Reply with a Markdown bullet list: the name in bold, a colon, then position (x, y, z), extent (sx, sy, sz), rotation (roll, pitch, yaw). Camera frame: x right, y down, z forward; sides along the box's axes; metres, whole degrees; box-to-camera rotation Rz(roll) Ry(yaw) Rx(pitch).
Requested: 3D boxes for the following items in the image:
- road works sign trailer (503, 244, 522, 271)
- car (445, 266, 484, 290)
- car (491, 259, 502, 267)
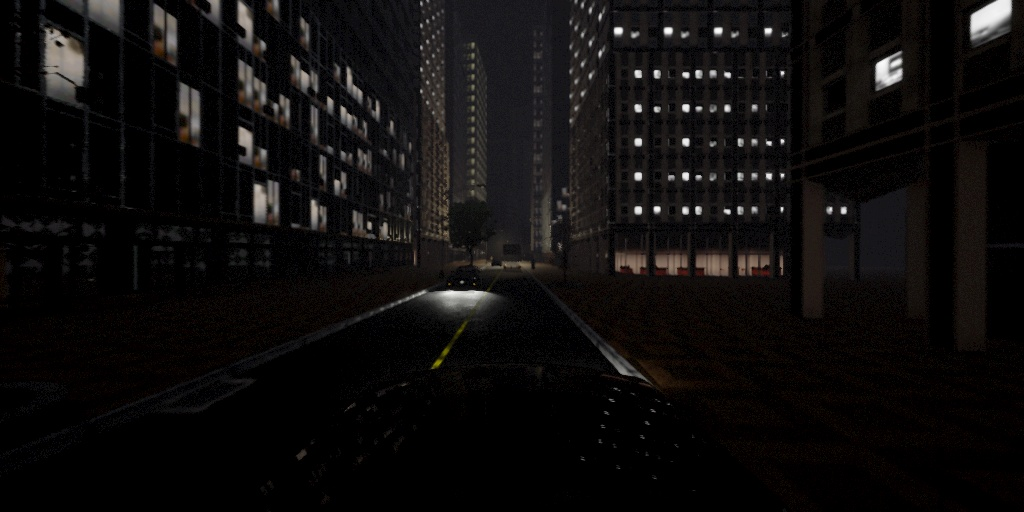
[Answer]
- **road works sign trailer**: position (-0.008, 0.193, 47.627), extent (2.380, 3.560, 2.880), rotation (0, 0, 0)
- **car**: position (-2.851, 1.291, 22.350), extent (1.994, 1.385, 4.181), rotation (0, 0, 0)
- **car**: position (-2.770, 1.287, 64.660), extent (2.033, 1.411, 5.357), rotation (0, 0, 0)
